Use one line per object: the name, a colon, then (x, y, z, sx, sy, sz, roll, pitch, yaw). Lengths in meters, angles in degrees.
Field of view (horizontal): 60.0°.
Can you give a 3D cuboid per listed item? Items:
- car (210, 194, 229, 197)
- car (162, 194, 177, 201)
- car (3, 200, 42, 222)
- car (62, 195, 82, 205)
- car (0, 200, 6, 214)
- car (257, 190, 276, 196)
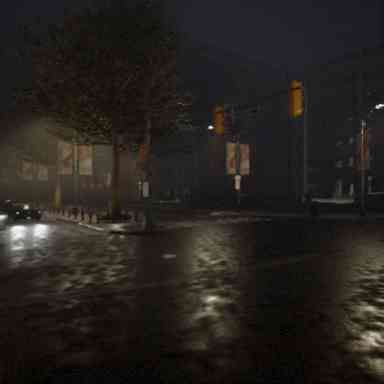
car: (5.506, 1.005, 60.034, 2.002, 1.452, 4.674, -1, 0, -36)
car: (-4.969, 1.132, 67.519, 2.161, 1.482, 4.786, -1, 0, -36)
car: (-13.068, 1.567, 25.838, 1.895, 1.301, 4.718, -1, 0, -36)
car: (-20.116, 1.229, 55.667, 2.097, 1.767, 4.553, -1, 1, -36)
car: (-18.874, 1.530, 33.925, 1.994, 1.385, 4.181, -1, 0, -37)
car: (19.198, 0.505, 85.460, 2.435, 2.045, 5.566, -1, 0, -36)
